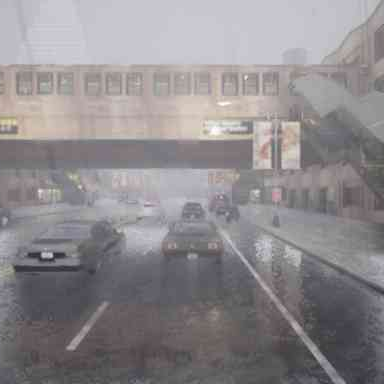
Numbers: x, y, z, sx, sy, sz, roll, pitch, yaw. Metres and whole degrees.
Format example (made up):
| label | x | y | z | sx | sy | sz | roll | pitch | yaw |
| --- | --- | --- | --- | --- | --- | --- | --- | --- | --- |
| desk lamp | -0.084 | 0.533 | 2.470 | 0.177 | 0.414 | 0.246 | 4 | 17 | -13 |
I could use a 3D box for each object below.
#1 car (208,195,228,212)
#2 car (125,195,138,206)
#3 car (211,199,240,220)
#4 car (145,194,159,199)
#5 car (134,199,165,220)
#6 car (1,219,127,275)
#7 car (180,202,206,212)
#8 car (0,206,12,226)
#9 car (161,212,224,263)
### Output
| label | x | y | z | sx | sy | sz | roll | pitch | yaw |
| --- | --- | --- | --- | --- | --- | --- | --- | --- | --- |
| car | 3.175 | 1.328 | 39.446 | 2.435 | 2.045 | 5.566 | 0 | 0 | 0 |
| car | -10.434 | 1.637 | 58.260 | 2.128 | 1.511 | 4.902 | 0 | 0 | 0 |
| car | 3.221 | 1.675 | 32.049 | 1.895 | 1.301 | 4.718 | 0 | 0 | 0 |
| car | -6.934 | 1.366 | 58.204 | 2.150 | 2.045 | 5.566 | 0 | 0 | 1 |
| car | -3.410 | 1.597 | 28.368 | 1.812 | 1.442 | 4.674 | 0 | 0 | 1 |
| car | -3.478 | 1.575 | 10.533 | 2.033 | 1.411 | 5.357 | 0 | 0 | 1 |
| car | 0.080 | 1.576 | 27.737 | 1.837 | 1.490 | 4.892 | 0 | 0 | 1 |
| car | -13.508 | 1.534 | 20.819 | 2.231 | 1.521 | 4.892 | 0 | 0 | 10 |
| car | 0.039 | 1.632 | 12.105 | 1.895 | 1.301 | 4.718 | 0 | 0 | 1 |
